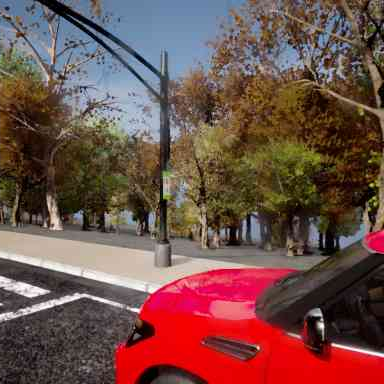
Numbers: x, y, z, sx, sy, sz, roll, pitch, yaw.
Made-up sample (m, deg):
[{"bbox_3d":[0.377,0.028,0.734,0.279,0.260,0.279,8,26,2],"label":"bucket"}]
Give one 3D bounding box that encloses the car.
[{"bbox_3d":[1.976,1.221,2.304,5.566,2.045,2.150,0,0,34],"label":"car"}]
